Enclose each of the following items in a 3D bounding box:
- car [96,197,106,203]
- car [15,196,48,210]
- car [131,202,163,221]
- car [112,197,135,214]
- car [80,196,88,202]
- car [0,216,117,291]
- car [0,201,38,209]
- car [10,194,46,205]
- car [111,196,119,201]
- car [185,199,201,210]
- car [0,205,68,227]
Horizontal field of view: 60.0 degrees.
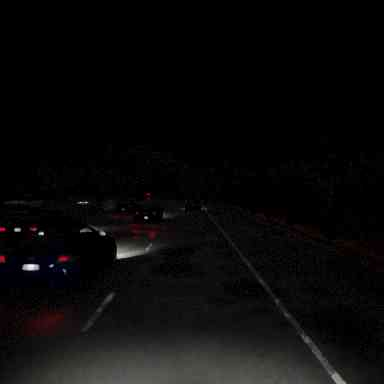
[{"bbox_3d":[-20.889,1.740,76.247,1.994,1.385,4.181,0,0,-15],"label":"car"},{"bbox_3d":[-21.093,1.398,43.921,2.097,1.767,4.553,0,0,0],"label":"car"},{"bbox_3d":[-3.400,1.611,26.896,1.895,1.301,4.718,0,0,0],"label":"car"},{"bbox_3d":[-6.901,1.553,35.757,1.812,1.442,4.674,0,0,0],"label":"car"},{"bbox_3d":[-27.309,1.650,84.144,2.128,1.511,4.902,0,0,-21],"label":"car"},{"bbox_3d":[-3.400,1.563,9.030,1.994,1.385,4.181,0,0,0],"label":"car"},{"bbox_3d":[-14.100,1.609,25.569,1.895,1.301,4.718,0,0,0],"label":"car"},{"bbox_3d":[-17.595,1.246,35.103,2.150,2.045,5.566,0,0,0],"label":"car"},{"bbox_3d":[-15.361,1.615,67.746,1.882,1.535,5.008,0,0,-10],"label":"car"},{"bbox_3d":[0.099,1.608,42.930,1.994,1.385,4.181,0,0,0],"label":"car"},{"bbox_3d":[-6.900,1.547,15.680,2.033,1.411,5.357,0,0,0],"label":"car"}]
